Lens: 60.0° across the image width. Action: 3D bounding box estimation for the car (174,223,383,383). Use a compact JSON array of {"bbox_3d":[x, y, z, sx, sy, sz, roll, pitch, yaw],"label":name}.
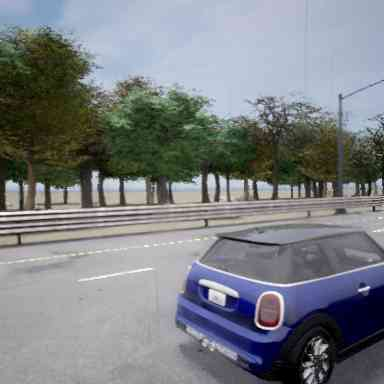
[{"bbox_3d":[2.036,1.287,5.326,4.553,1.767,2.097,-1,1,-35],"label":"car"}]
